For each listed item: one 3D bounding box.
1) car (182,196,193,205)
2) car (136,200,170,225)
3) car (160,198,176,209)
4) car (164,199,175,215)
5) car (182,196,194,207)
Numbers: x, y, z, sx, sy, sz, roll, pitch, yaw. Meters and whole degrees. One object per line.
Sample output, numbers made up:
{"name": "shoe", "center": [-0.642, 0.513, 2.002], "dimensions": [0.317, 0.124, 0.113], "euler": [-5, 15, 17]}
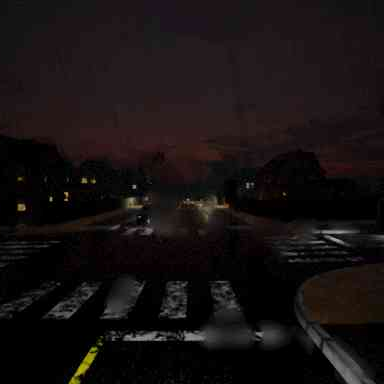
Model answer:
{"name": "car", "center": [-0.854, 1.623, 66.871], "dimensions": [2.097, 1.767, 4.553], "euler": [0, 0, -2]}
{"name": "car", "center": [-2.972, 1.579, 24.845], "dimensions": [2.033, 1.411, 5.357], "euler": [0, 0, -2]}
{"name": "car", "center": [-3.363, 1.672, 47.742], "dimensions": [2.033, 1.411, 5.357], "euler": [0, 0, -1]}
{"name": "car", "center": [-3.162, 1.627, 35.016], "dimensions": [1.994, 1.385, 4.181], "euler": [0, 0, -1]}
{"name": "car", "center": [-0.673, 1.789, 56.902], "dimensions": [1.895, 1.301, 4.718], "euler": [0, 0, -1]}
